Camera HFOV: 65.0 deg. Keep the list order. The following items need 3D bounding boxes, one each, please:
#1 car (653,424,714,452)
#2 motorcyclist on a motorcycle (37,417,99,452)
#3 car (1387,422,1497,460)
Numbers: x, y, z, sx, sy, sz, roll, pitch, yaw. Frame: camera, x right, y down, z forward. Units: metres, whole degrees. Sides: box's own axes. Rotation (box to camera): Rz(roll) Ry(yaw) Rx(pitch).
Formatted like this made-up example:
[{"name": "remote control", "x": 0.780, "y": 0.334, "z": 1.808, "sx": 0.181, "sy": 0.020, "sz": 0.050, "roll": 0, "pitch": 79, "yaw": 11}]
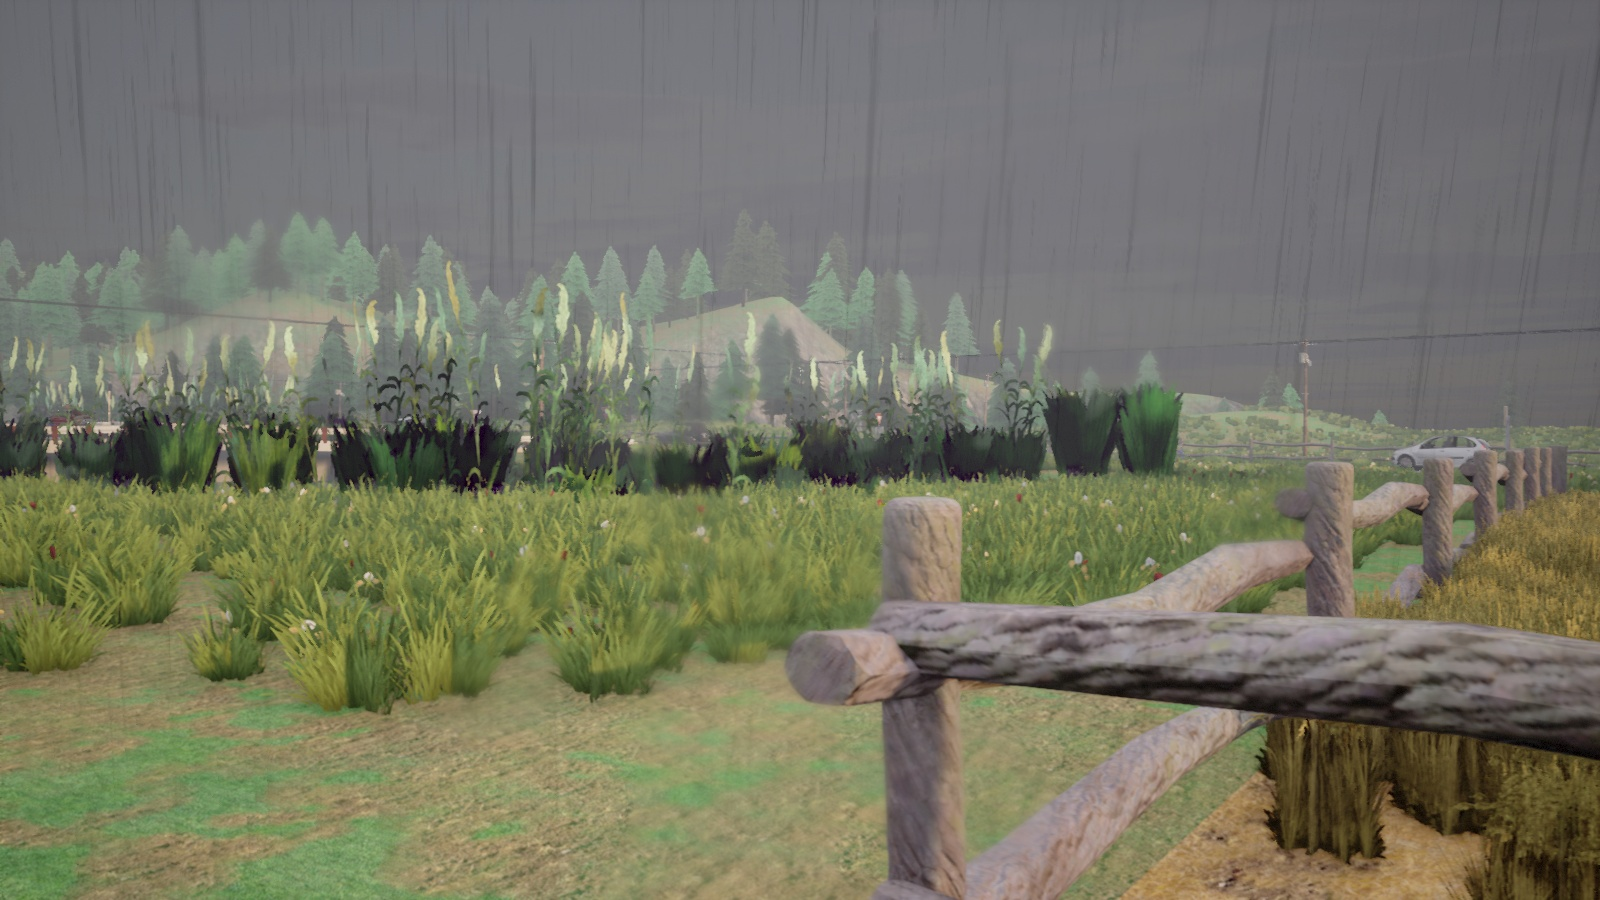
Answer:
[{"name": "car", "x": -7.862, "y": -0.810, "z": 84.451, "sx": 3.866, "sy": 1.878, "sz": 1.905, "roll": 0, "pitch": 1, "yaw": 40}, {"name": "motorcyclist on a motorcycle", "x": -32.986, "y": -0.689, "z": 56.622, "sx": 0.866, "sy": 1.530, "sz": 2.191, "roll": 1, "pitch": 2, "yaw": 41}, {"name": "car", "x": 28.042, "y": -0.406, "z": 54.900, "sx": 3.988, "sy": 1.617, "sz": 1.851, "roll": 0, "pitch": 1, "yaw": 39}]
